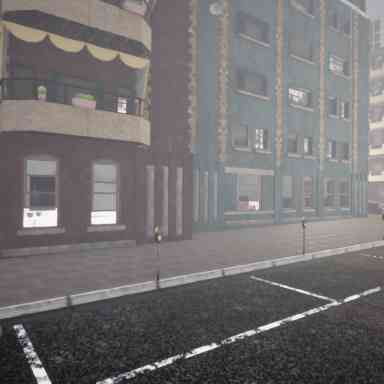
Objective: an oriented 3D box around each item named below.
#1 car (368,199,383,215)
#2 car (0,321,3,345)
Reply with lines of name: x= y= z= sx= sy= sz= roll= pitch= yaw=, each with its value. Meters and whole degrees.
car: x=16.127 y=1.240 z=32.629 sx=2.192 sy=1.841 sz=5.009 roll=1 pitch=0 yaw=-36
car: x=-4.210 y=1.566 z=3.086 sx=4.313 sy=1.339 sz=1.947 roll=0 pitch=1 yaw=-35
